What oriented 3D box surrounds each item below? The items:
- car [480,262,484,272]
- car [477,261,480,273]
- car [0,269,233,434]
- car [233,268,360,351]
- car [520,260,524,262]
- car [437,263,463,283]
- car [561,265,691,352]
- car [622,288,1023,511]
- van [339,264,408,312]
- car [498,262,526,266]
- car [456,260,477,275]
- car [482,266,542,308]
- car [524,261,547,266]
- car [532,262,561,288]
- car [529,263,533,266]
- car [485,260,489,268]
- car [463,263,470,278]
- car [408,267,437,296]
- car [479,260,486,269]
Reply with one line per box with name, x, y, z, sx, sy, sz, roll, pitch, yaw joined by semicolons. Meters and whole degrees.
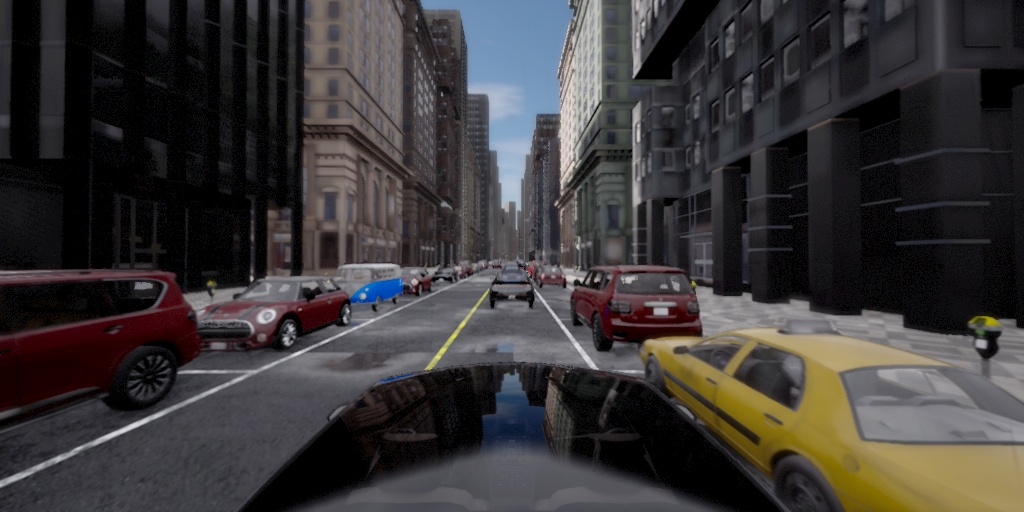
car;-5.787;1.798;53.844;2.007;1.370;4.403;0;0;0
car;-5.785;1.719;48.074;1.751;1.417;4.829;0;0;0
car;-5.763;1.081;3.431;2.192;1.841;5.009;0;0;0
car;-5.766;1.259;9.033;1.967;1.591;4.097;0;0;0
car;2.735;1.846;59.456;1.888;1.381;4.507;0;0;0
car;-5.777;1.598;31.439;1.948;1.339;4.313;0;0;0
car;2.760;1.134;9.038;2.192;1.841;5.009;0;0;0
car;2.762;1.292;3.606;1.751;1.417;4.829;0;0;0
van;-5.768;1.213;14.634;1.690;1.789;3.998;0;0;0
car;-0.009;1.538;31.159;1.837;1.490;4.892;0;0;0
car;-5.782;1.454;42.641;2.192;1.841;5.009;0;0;0
car;-0.001;1.379;16.148;2.128;1.511;4.902;0;0;0
car;2.746;1.401;37.048;2.192;1.841;5.009;0;0;0
car;2.751;1.419;25.844;1.967;1.591;4.097;0;0;0
car;2.749;1.598;31.446;1.948;1.339;4.313;0;0;0
car;-5.793;1.795;65.048;1.967;1.591;4.097;0;0;0
car;-5.779;1.668;37.040;1.802;1.307;4.207;0;0;0
car;-5.771;1.365;20.236;1.967;1.591;4.097;0;0;0
car;-5.790;1.867;59.446;1.948;1.339;4.313;0;0;0
